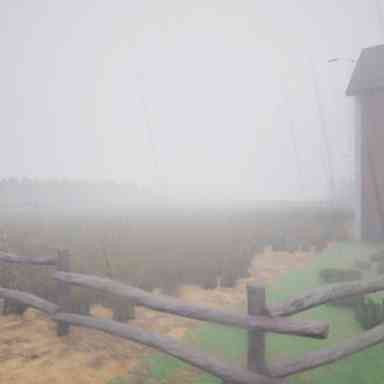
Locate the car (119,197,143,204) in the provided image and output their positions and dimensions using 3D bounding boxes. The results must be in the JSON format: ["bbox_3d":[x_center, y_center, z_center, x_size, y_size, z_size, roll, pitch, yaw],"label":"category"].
[{"bbox_3d":[-8.277,1.495,48.275,2.033,1.411,5.357,0,0,36],"label":"car"}]

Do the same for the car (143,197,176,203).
[{"bbox_3d":[-4.254,1.444,48.542,2.128,1.511,4.902,0,0,35],"label":"car"}]
